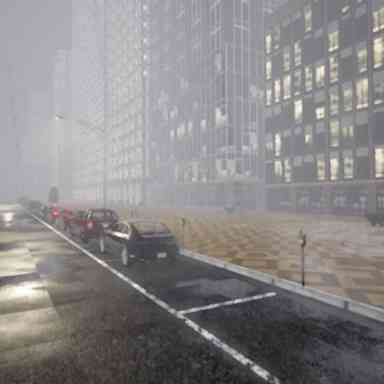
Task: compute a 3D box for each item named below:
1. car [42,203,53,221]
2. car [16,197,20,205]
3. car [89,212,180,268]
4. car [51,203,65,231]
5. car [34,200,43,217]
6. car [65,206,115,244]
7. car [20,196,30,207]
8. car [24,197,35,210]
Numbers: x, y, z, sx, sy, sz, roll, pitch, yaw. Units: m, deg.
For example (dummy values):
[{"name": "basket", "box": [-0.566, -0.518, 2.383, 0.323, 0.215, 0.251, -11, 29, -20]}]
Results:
[{"name": "car", "box": [-10.434, 1.716, 26.326, 1.802, 1.307, 4.206, 1, -1, -30]}, {"name": "car", "box": [-33.059, 1.668, 65.816, 2.192, 1.841, 5.009, 1, -1, -30]}, {"name": "car", "box": [-1.950, 1.607, 11.518, 2.008, 1.369, 4.403, 1, -1, -30]}, {"name": "car", "box": [-7.606, 1.652, 21.390, 1.887, 1.381, 4.507, 1, -1, -30]}, {"name": "car", "box": [-13.262, 1.711, 31.262, 2.008, 1.369, 4.403, 1, -1, -30]}, {"name": "car", "box": [-4.777, 1.522, 16.454, 1.967, 1.590, 4.097, 1, -1, -30]}, {"name": "car", "box": [-27.487, 1.823, 56.090, 1.752, 1.417, 4.829, 1, -1, -30]}, {"name": "car", "box": [-21.746, 1.808, 46.070, 1.947, 1.339, 4.313, 1, -1, -30]}]
